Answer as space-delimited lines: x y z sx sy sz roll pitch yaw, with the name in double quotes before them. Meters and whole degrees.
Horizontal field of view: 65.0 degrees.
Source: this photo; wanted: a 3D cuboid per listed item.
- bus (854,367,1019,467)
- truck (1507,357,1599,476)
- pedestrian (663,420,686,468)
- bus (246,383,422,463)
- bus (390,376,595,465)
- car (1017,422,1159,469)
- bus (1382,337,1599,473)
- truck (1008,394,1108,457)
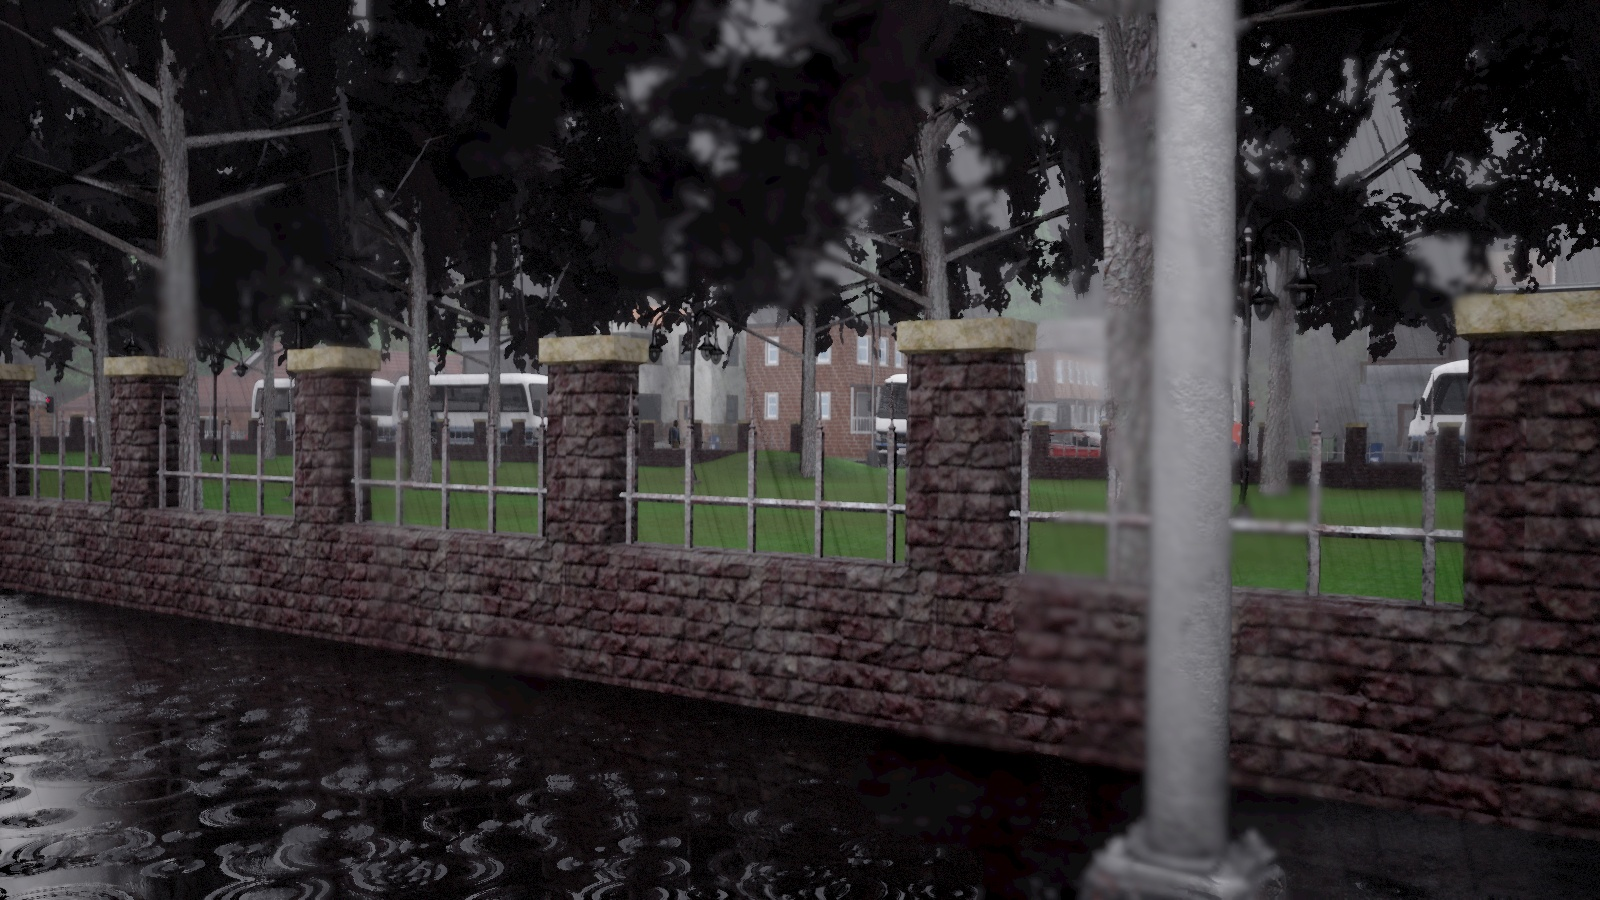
"bus" 6.637 -1.548 59.039 3.944 4.253 10.273 3 2 29
"truck" 25.419 -0.983 36.854 7.936 3.462 2.891 0 1 34
"pedestrian" -5.068 -0.249 50.735 0.788 1.949 0.423 0 1 34
"bus" -26.368 -1.455 70.795 10.273 4.253 3.944 0 1 34
"bus" -15.735 -1.442 63.986 10.273 4.253 3.944 0 1 30
"car" 10.683 -0.181 46.666 4.611 1.667 2.242 0 1 37
"bus" 25.282 -1.447 41.744 10.273 4.253 3.944 0 1 35
"truck" 15.073 -1.420 72.874 2.891 3.462 7.936 0 1 34
